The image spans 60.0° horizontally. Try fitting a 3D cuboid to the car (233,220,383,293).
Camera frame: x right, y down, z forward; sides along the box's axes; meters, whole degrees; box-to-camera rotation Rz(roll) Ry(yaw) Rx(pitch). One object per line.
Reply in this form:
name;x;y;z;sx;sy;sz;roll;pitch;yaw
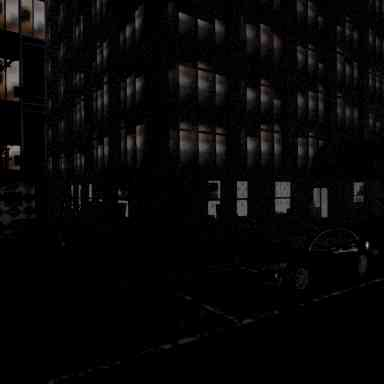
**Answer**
car;3.014;1.549;8.713;4.403;1.369;2.008;0;-1;-35
